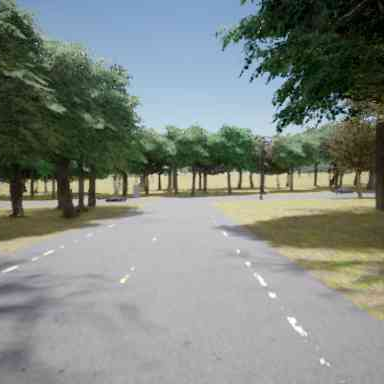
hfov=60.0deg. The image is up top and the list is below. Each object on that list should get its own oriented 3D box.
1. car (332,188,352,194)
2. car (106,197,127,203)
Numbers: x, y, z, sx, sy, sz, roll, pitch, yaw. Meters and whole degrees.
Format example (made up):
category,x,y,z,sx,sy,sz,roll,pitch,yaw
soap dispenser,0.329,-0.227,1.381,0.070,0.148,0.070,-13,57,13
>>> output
category,x,y,z,sx,sy,sz,roll,pitch,yaw
car,38.507,-0.198,85.558,4.902,1.511,2.128,-2,3,0
car,-17.671,1.843,78.434,4.718,1.301,1.895,-1,3,0
